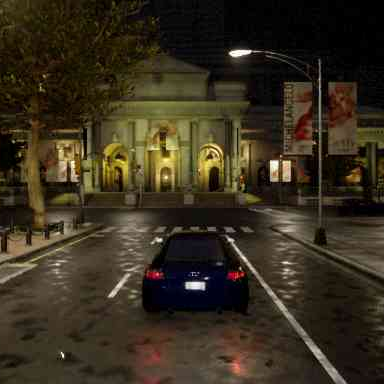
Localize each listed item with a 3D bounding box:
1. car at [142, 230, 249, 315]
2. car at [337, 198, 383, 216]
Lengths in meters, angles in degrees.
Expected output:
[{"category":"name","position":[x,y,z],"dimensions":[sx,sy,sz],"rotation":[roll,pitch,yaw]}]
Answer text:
[{"category":"car","position":[0.073,1.564,7.676],"dimensions":[1.994,1.385,4.181],"rotation":[0,0,0]},{"category":"car","position":[16.324,1.351,31.504],"dimensions":[4.553,1.767,2.097],"rotation":[0,0,0]}]
